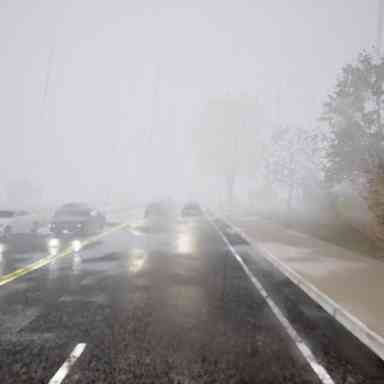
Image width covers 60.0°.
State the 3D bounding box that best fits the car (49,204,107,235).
[{"bbox_3d":[-6.511,1.648,19.773,2.033,1.411,5.357,0,0,0],"label":"car"}]

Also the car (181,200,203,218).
[{"bbox_3d":[-0.003,1.699,31.572,1.994,1.385,4.181,0,0,0],"label":"car"}]

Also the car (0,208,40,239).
[{"bbox_3d":[-9.843,1.605,17.805,1.812,1.442,4.674,0,0,0],"label":"car"}]

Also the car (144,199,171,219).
[{"bbox_3d":[-3.259,1.658,30.805,1.812,1.442,4.674,0,0,0],"label":"car"}]

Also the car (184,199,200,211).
[{"bbox_3d":[0.026,1.747,45.053,1.994,1.385,4.181,0,0,1],"label":"car"}]

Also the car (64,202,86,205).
[{"bbox_3d":[-9.830,1.624,27.686,1.837,1.490,4.892,0,0,0],"label":"car"}]

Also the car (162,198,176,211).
[{"bbox_3d":[-3.228,1.534,44.767,2.097,1.767,4.553,0,0,0],"label":"car"}]
